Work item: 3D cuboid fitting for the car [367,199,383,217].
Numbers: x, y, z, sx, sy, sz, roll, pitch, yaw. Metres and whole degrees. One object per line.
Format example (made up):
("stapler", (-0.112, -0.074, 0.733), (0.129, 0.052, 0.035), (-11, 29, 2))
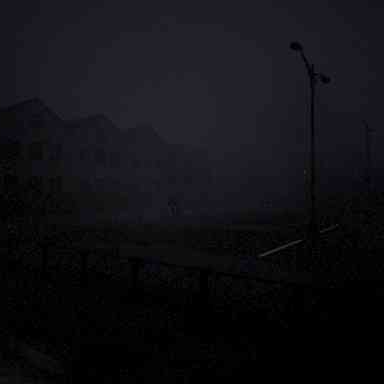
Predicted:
("car", (15.443, 1.298, 26.798), (2.007, 1.523, 4.514), (0, 0, 35))

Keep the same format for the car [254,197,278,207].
("car", (10.440, 1.352, 46.668), (2.033, 1.411, 5.357), (0, 0, 32))

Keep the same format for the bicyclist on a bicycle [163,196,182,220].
("bicyclist on a bicycle", (-1.376, 1.106, 23.031), (1.656, 1.620, 0.582), (0, 0, 35))
